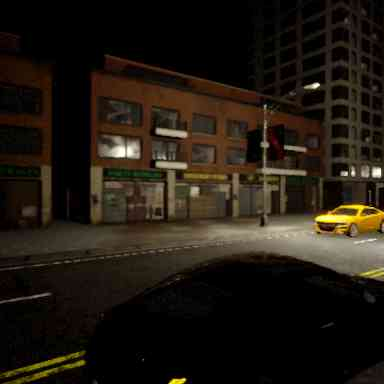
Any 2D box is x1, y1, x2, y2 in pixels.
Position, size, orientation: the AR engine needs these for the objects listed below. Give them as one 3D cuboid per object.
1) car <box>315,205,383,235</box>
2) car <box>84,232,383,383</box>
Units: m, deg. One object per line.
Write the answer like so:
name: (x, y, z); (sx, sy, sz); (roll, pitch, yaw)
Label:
car: (8.604, 1.470, 17.805); (5.008, 1.535, 1.882); (0, 0, -35)
car: (1.071, 1.524, 4.202); (4.674, 1.442, 1.812); (0, 0, -35)
